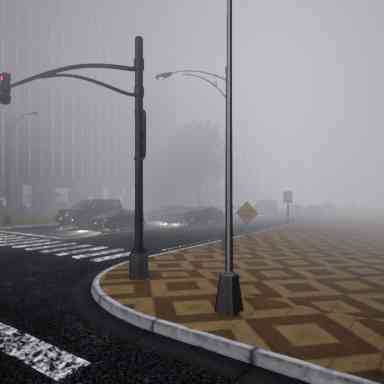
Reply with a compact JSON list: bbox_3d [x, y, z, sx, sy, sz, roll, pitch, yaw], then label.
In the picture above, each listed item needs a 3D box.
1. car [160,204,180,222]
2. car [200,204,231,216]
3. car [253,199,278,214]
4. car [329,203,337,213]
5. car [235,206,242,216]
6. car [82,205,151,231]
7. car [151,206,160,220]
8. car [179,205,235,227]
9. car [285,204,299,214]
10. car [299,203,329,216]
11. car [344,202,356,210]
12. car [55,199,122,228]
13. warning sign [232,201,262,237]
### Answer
[{"bbox_3d":[-0.648,2.033,30.321,1.994,1.385,4.181,0,-1,32],"label":"car"},{"bbox_3d":[3.022,2.279,42.043,1.895,1.301,4.718,0,-1,32],"label":"car"},{"bbox_3d":[10.650,2.064,47.846,2.150,2.045,5.566,0,-1,33],"label":"car"},{"bbox_3d":[21.757,2.537,53.031,1.837,1.490,4.892,0,-1,33],"label":"car"},{"bbox_3d":[4.809,2.251,38.816,1.895,1.301,4.718,0,-1,33],"label":"car"},{"bbox_3d":[-5.177,1.883,23.254,1.994,1.385,4.181,0,-1,32],"label":"car"},{"bbox_3d":[-2.451,2.001,33.520,1.837,1.490,4.892,0,-1,33],"label":"car"},{"bbox_3d":[1.353,1.920,27.012,1.882,1.535,5.008,0,-1,32],"label":"car"},{"bbox_3d":[14.990,2.421,48.382,1.812,1.442,4.674,0,-1,33],"label":"car"},{"bbox_3d":[16.469,2.406,44.693,2.033,1.411,5.357,0,-1,33],"label":"car"},{"bbox_3d":[31.409,2.770,65.976,1.801,1.575,5.366,0,-1,33],"label":"car"},{"bbox_3d":[-7.627,1.547,25.450,2.150,2.045,5.566,0,-1,33],"label":"car"},{"bbox_3d":[3.069,1.454,18.572,1.300,1.860,1.060,1,1,33],"label":"warning sign"}]
